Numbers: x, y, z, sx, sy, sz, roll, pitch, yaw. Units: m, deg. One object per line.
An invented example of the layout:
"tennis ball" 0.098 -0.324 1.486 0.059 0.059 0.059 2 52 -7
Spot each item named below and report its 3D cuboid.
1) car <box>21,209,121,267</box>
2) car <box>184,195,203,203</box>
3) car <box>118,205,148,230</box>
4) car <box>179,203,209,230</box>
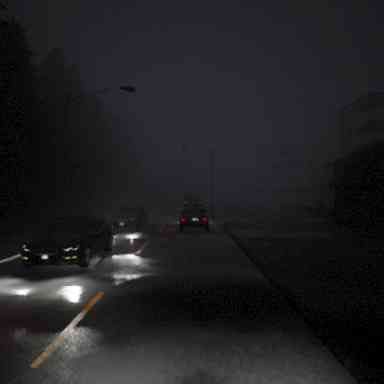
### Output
"car" -4.063 1.558 11.638 1.837 1.490 4.892 0 0 0
"car" 0.143 1.412 41.940 2.150 2.045 5.566 0 0 0
"car" -4.040 1.589 21.679 2.128 1.511 4.902 0 0 0
"car" 0.128 1.645 21.643 2.033 1.411 5.357 0 0 0
